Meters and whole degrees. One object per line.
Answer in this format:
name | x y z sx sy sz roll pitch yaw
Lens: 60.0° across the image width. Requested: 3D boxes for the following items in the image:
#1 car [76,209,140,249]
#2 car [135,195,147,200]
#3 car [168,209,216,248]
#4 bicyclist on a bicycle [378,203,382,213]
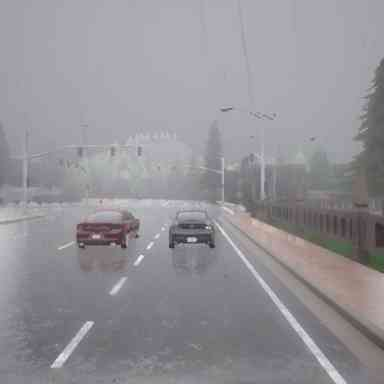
car | -3.500 1.484 14.650 1.882 1.535 5.008 0 0 0
car | -13.989 1.593 91.649 1.895 1.301 4.718 0 0 -32
car | 0.000 1.515 14.650 1.837 1.490 4.892 0 0 0
bicyclist on a bicycle | 18.703 1.299 32.660 0.582 1.620 1.656 0 0 0
